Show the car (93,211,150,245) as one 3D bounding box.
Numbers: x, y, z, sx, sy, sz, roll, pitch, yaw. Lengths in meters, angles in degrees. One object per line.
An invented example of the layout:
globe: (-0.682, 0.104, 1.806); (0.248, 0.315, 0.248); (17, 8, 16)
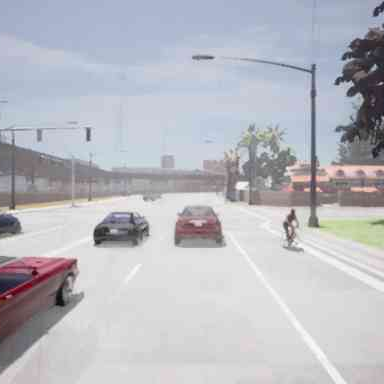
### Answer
car: (-3.202, 1.584, 15.777); (1.994, 1.385, 4.181); (0, 0, 1)

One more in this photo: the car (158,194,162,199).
car: (-9.292, 1.127, 89.562); (2.033, 1.411, 5.357); (0, 1, 1)

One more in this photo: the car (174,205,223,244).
car: (0.296, 1.378, 16.074); (2.097, 1.767, 4.553); (0, 0, 1)

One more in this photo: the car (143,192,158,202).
car: (-9.509, 1.069, 73.651); (2.150, 2.045, 5.566); (0, 1, 1)

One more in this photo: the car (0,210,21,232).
car: (-10.318, 1.572, 16.420); (1.994, 1.385, 4.181); (0, 0, 1)

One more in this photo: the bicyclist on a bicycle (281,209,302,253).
bicyclist on a bicycle: (3.864, 1.482, 12.967); (0.582, 1.620, 1.656); (0, -1, -11)

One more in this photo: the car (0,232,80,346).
car: (-3.388, 1.603, 5.105); (1.895, 1.301, 4.718); (0, 0, 2)
